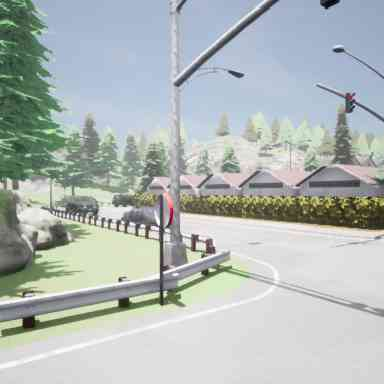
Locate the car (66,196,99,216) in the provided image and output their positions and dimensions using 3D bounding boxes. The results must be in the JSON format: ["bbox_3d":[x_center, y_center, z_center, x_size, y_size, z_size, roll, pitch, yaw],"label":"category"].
[{"bbox_3d":[-11.630,1.415,35.084,2.150,2.045,5.566,0,0,-35],"label":"car"}]

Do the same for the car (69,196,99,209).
[{"bbox_3d":[-16.418,1.532,50.623,2.097,1.767,4.553,0,0,18],"label":"car"}]

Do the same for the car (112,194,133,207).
[{"bbox_3d":[-10.432,1.398,54.088,2.150,2.045,5.566,0,0,37],"label":"car"}]

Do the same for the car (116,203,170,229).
[{"bbox_3d":[-3.059,1.739,22.910,2.033,1.411,5.357,0,0,-35],"label":"car"}]
